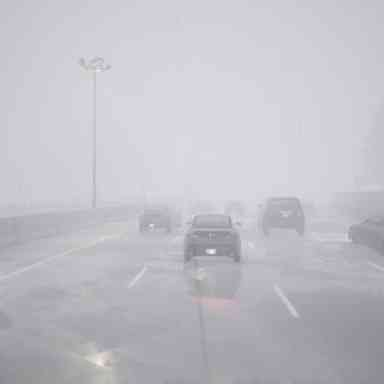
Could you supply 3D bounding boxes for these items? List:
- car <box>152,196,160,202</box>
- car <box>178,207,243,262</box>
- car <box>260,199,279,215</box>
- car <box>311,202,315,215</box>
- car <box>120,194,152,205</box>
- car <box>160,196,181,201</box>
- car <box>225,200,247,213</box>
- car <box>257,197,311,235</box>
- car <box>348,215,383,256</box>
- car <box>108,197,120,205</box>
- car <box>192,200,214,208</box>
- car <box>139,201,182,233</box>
[{"bbox_3d":[-5.949,1.483,60.215,2.097,1.767,4.553,0,0,22],"label":"car"},{"bbox_3d":[0.784,1.537,12.371,1.837,1.490,4.892,0,0,5],"label":"car"},{"bbox_3d":[8.526,1.585,36.407,1.882,1.535,5.008,0,0,14],"label":"car"},{"bbox_3d":[11.780,1.616,35.035,1.837,1.490,4.892,0,0,14],"label":"car"},{"bbox_3d":[-9.963,1.341,59.540,2.150,2.045,5.566,0,0,21],"label":"car"},{"bbox_3d":[-3.227,1.634,57.554,1.837,1.490,4.892,0,0,21],"label":"car"},{"bbox_3d":[4.642,1.600,35.313,1.837,1.490,4.892,0,0,14],"label":"car"},{"bbox_3d":[5.091,1.280,19.407,2.150,2.045,5.566,0,0,8],"label":"car"},{"bbox_3d":[7.904,1.614,13.328,1.994,1.385,4.181,0,0,6],"label":"car"},{"bbox_3d":[-13.287,1.593,60.641,1.882,1.535,5.008,0,0,21],"label":"car"},{"bbox_3d":[1.255,1.616,36.261,1.812,1.442,4.674,0,0,14],"label":"car"},{"bbox_3d":[-1.827,1.550,20.246,1.837,1.490,4.892,0,0,8],"label":"car"}]
